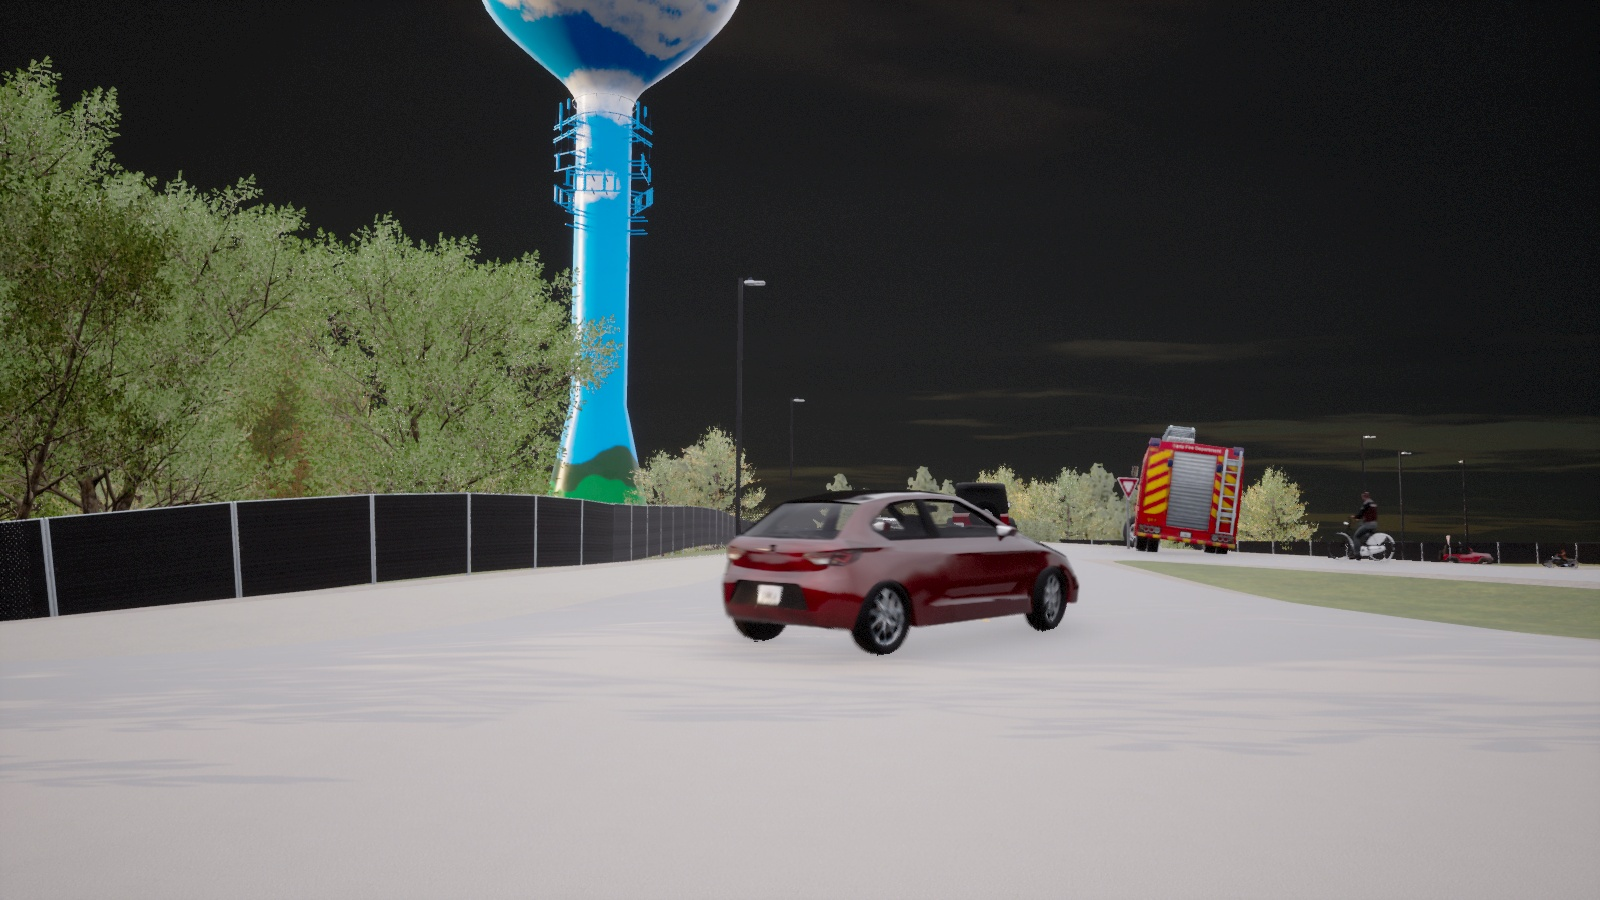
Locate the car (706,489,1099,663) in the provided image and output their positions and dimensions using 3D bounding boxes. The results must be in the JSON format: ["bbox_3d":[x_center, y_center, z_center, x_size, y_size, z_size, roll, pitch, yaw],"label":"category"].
[{"bbox_3d":[1.193,1.141,12.863,1.816,1.474,4.193,-2,-2,43],"label":"car"}]

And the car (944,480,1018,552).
[{"bbox_3d":[4.990,1.828,34.722,1.905,1.878,3.866,0,-3,8],"label":"car"}]

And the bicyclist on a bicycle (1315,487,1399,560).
[{"bbox_3d":[13.989,1.835,31.587,0.659,1.776,1.843,3,-4,-32],"label":"bicyclist on a bicycle"}]

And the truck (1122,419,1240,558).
[{"bbox_3d":[12.368,1.387,41.441,2.891,3.827,8.468,7,-2,14],"label":"truck"}]
